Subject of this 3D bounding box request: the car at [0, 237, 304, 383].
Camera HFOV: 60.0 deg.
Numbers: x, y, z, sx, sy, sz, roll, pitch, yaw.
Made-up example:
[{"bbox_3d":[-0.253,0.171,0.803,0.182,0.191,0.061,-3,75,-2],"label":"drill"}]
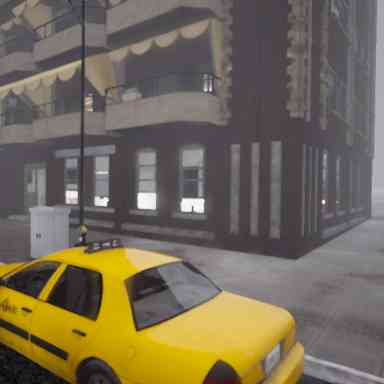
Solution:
[{"bbox_3d":[-1.371,1.378,4.424,5.366,1.575,1.801,2,1,36],"label":"car"}]
